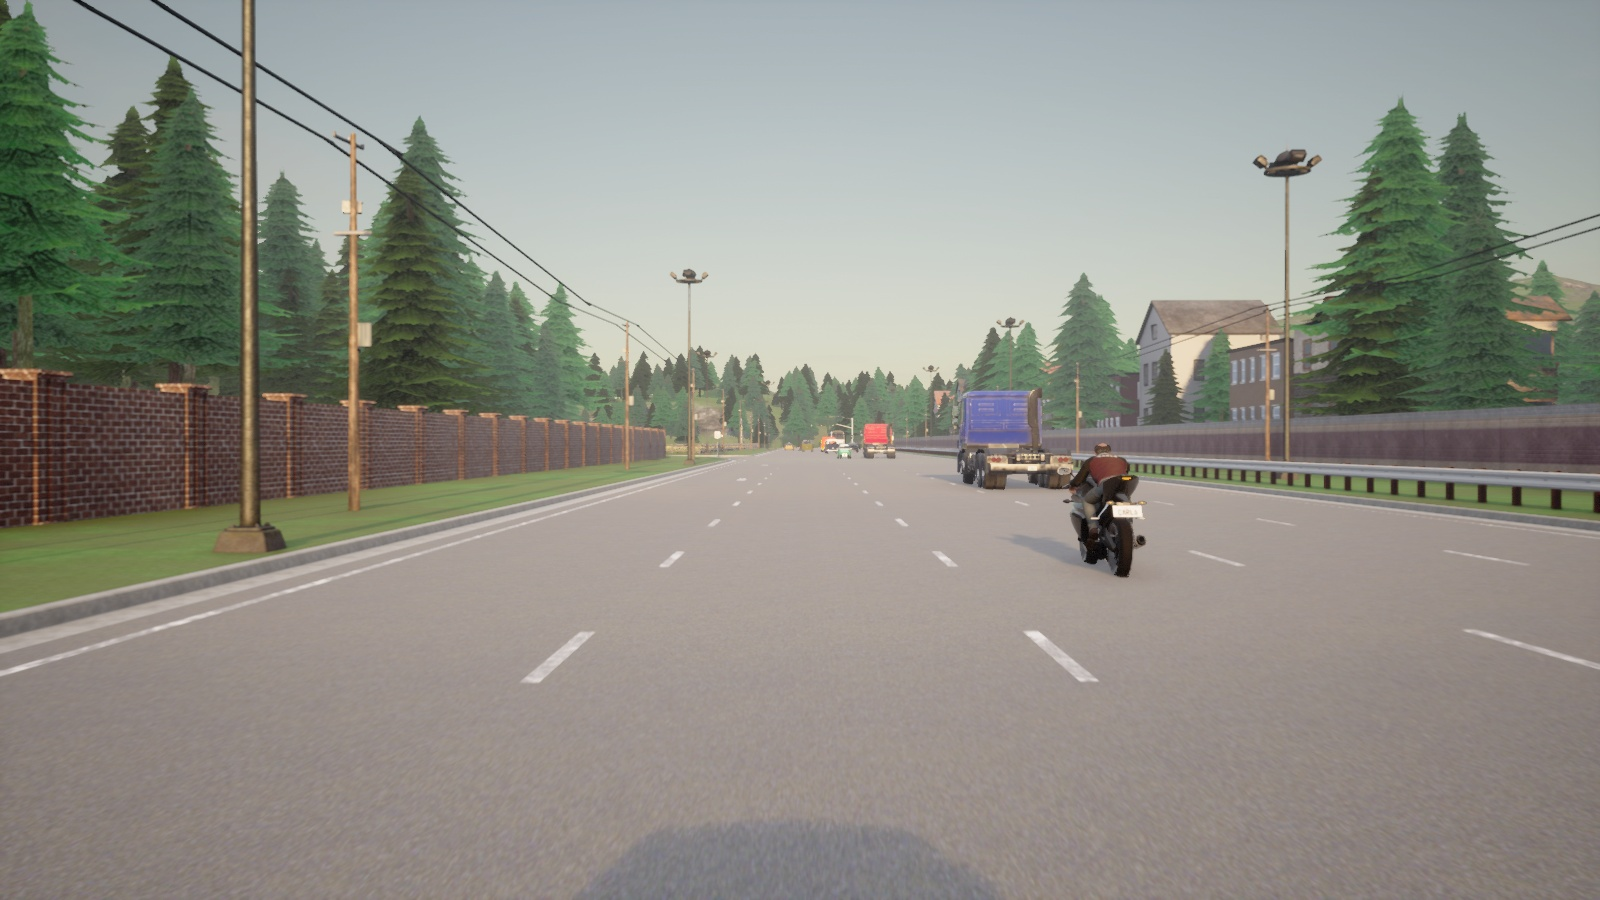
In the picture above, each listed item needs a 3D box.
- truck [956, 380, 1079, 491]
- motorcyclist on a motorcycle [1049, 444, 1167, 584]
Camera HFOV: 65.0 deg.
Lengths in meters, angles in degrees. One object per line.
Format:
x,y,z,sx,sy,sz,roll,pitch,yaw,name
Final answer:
7.262,-0.472,43.112,2.891,3.462,7.936,0,0,0,truck
3.601,0.701,14.877,0.866,1.530,2.191,0,0,0,motorcyclist on a motorcycle
